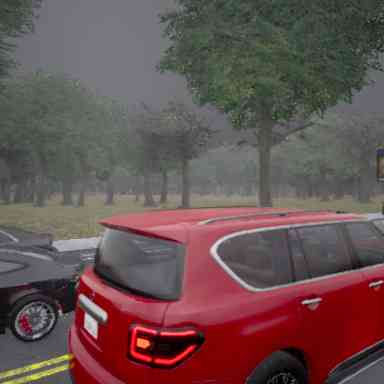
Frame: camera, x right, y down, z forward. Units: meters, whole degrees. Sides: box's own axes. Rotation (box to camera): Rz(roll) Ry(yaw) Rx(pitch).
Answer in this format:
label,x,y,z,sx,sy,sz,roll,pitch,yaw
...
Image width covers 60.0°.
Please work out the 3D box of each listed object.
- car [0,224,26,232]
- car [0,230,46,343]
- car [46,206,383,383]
label,x,y,z,sx,sy,sz,roll,pitch,yaw
car,-5.707,1.507,7.598,4.892,1.490,1.837,0,0,-36
car,-3.885,1.528,4.906,4.674,1.442,1.812,0,0,-36
car,1.318,1.204,4.409,5.566,2.045,2.150,-1,0,-36
